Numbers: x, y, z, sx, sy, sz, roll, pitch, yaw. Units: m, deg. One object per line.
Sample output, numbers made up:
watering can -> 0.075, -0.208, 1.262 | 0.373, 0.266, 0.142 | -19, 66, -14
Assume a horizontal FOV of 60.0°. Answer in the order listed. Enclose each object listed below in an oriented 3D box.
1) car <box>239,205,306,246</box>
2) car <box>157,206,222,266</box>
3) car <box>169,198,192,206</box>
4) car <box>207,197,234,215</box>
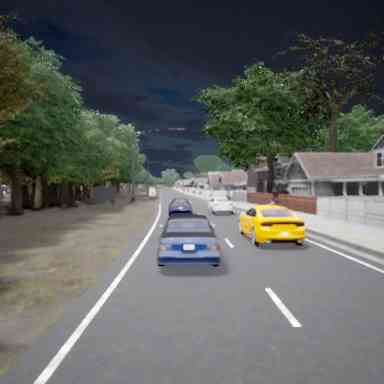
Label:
car -> 3.274, 1.311, 14.424 | 1.882, 1.535, 5.008 | 0, 1, -2
car -> -0.132, 1.426, 11.008 | 2.033, 1.411, 5.357 | 0, 1, -1
car -> -1.014, 1.206, 28.405 | 1.994, 1.385, 4.181 | 0, 1, -4
car -> 2.444, 1.154, 29.122 | 1.812, 1.442, 4.674 | 0, 1, -4
